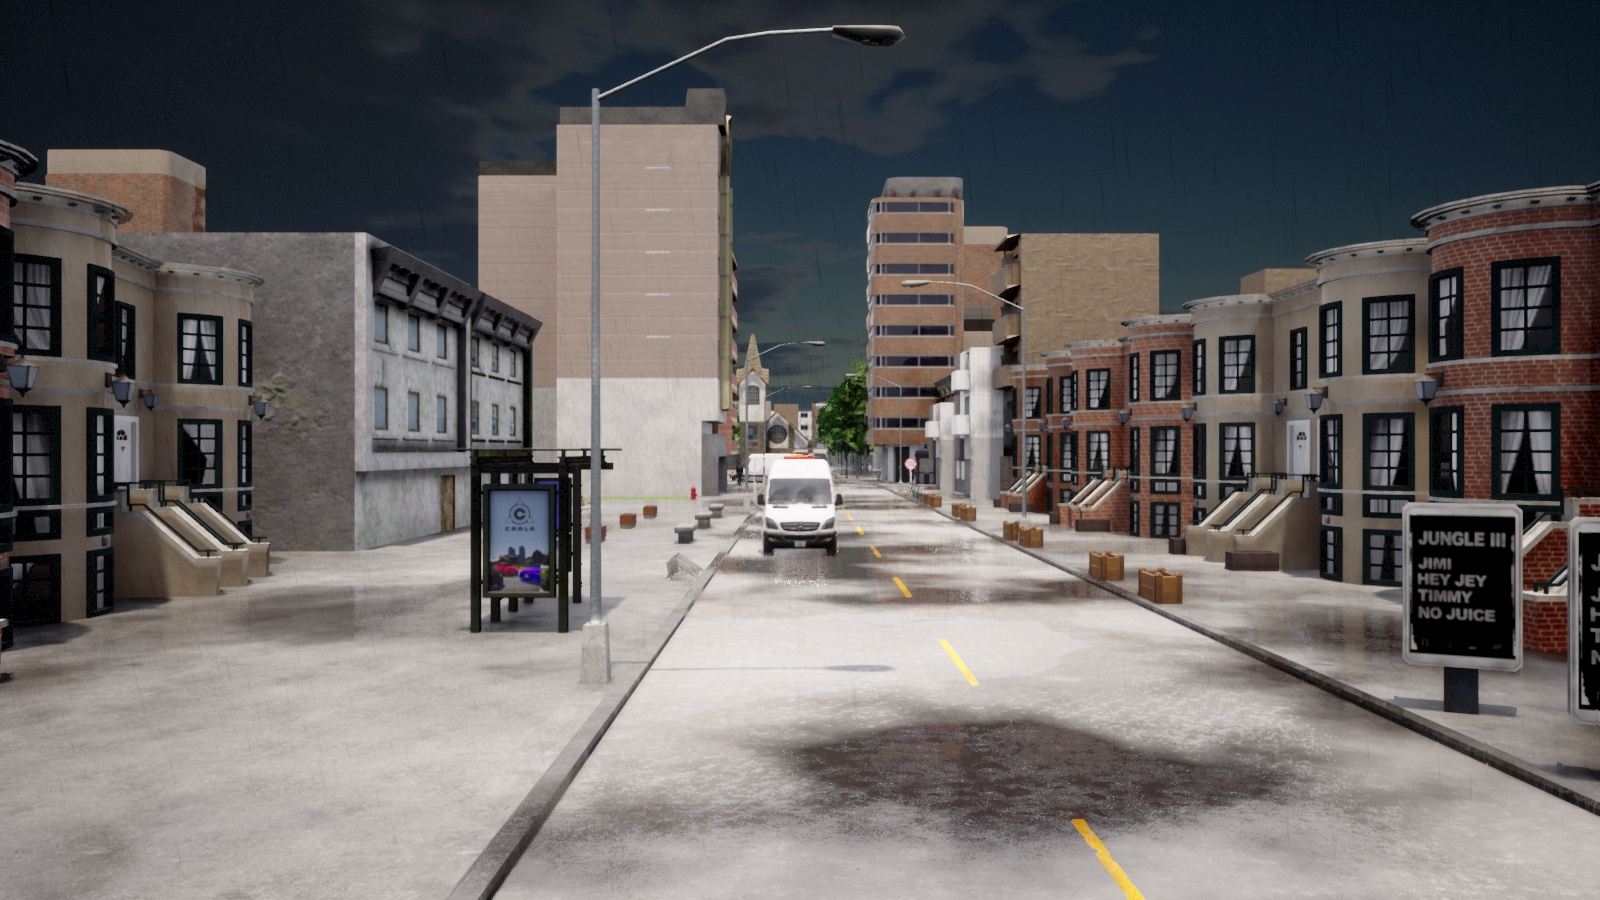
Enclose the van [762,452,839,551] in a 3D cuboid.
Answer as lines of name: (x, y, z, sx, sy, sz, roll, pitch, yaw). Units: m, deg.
van: (0.008, 1.327, 32.291, 1.988, 2.561, 5.915, 0, 0, 0)
